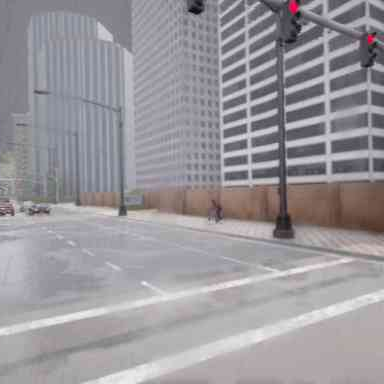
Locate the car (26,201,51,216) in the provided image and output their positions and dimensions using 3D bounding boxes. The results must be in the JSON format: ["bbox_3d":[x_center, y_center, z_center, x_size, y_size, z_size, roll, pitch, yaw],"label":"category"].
[{"bbox_3d":[-17.815,2.023,38.836,1.895,1.301,4.718,-1,0,-32],"label":"car"}]

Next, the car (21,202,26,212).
[{"bbox_3d":[-23.129,2.072,47.286,1.812,1.442,4.674,-1,0,-32],"label":"car"}]

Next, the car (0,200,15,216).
[{"bbox_3d":[-21.131,1.987,37.545,2.128,1.511,4.902,-1,0,-32],"label":"car"}]

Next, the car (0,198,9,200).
[{"bbox_3d":[-26.420,1.840,46.121,2.150,2.045,5.566,-1,0,-32],"label":"car"}]

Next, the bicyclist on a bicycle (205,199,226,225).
[{"bbox_3d":[1.503,1.280,21.352,1.656,1.620,0.582,-2,0,-32],"label":"bicyclist on a bicycle"}]
